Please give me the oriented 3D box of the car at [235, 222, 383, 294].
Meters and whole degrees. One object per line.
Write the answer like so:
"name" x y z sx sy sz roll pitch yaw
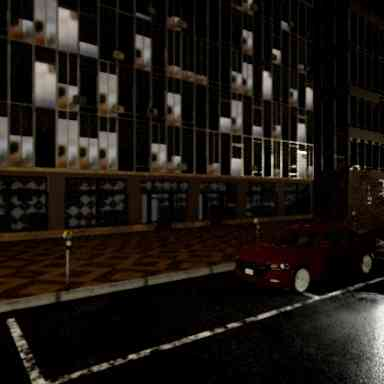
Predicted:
"car" 3.115 1.542 8.788 4.507 1.381 1.887 0 0 -36
